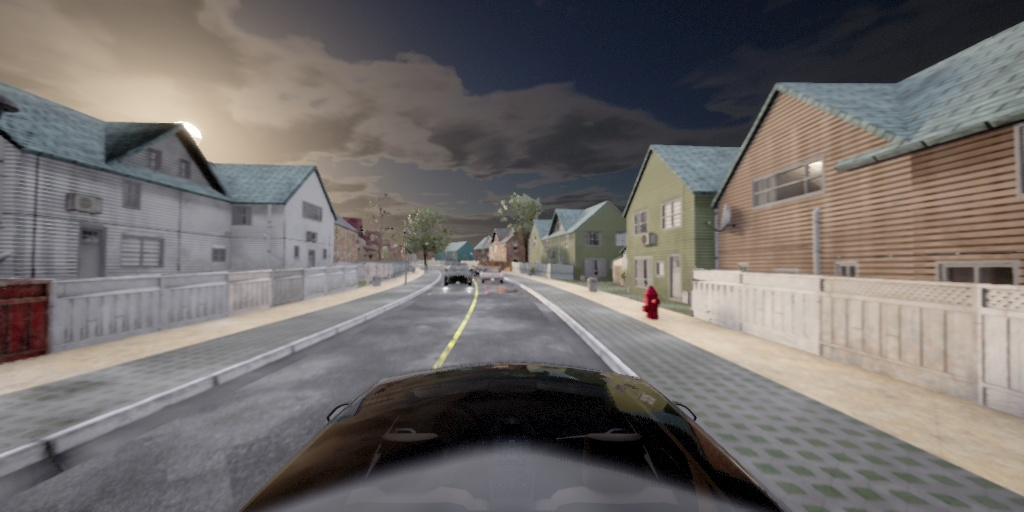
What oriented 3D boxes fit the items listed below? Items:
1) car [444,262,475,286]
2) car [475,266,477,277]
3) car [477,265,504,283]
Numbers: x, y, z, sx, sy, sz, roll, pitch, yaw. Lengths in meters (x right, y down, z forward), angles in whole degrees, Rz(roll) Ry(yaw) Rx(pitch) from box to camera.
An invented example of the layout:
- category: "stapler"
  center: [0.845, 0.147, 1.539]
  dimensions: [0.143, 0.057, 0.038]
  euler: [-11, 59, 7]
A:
- category: "car"
  center: [-4.183, 1.371, 28.280]
  dimensions: [2.097, 1.767, 4.553]
  euler: [0, -1, -7]
- category: "car"
  center: [-3.681, 1.750, 42.591]
  dimensions: [1.895, 1.301, 4.718]
  euler: [1, -1, -11]
- category: "car"
  center: [-1.869, 1.663, 31.734]
  dimensions: [1.895, 1.301, 4.718]
  euler: [1, -1, -8]
